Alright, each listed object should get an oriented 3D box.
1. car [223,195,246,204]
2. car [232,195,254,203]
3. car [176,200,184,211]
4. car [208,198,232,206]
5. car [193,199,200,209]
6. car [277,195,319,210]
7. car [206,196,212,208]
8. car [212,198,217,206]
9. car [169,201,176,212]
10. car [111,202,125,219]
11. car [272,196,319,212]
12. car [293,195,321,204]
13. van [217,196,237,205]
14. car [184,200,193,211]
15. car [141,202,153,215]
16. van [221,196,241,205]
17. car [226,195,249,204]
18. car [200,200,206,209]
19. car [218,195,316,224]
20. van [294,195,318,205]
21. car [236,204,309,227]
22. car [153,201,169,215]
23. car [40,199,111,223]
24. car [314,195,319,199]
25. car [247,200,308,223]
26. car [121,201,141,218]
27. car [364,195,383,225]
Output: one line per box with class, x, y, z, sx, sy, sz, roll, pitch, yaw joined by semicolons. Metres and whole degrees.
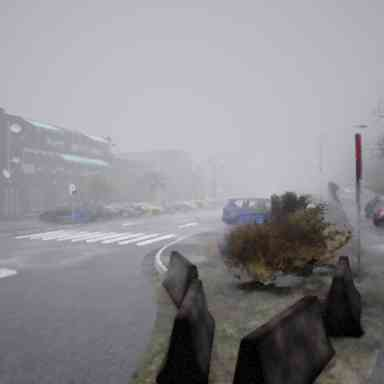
car;10.400;1.904;81.740;5.566;2.045;2.435;-2;-1;2
car;13.638;1.939;89.969;5.566;2.045;2.435;-1;-1;2
car;-3.910;2.032;46.001;4.792;1.488;2.163;-1;-1;2
car;5.994;2.112;70.744;4.892;1.521;2.231;-1;-1;2
car;-1.873;2.028;51.500;5.366;1.575;1.946;-1;-1;2
car;15.910;1.544;49.974;5.566;2.045;2.435;0;0;2
car;0.322;2.052;56.995;5.366;1.575;1.946;-1;-1;2
car;1.631;2.091;59.752;4.792;1.488;2.163;-1;-1;2
car;-4.984;1.991;43.254;4.892;1.521;2.231;-2;-1;2
car;-9.368;1.981;32.268;4.674;1.452;2.002;-2;-1;2
car;13.733;1.519;44.353;5.566;2.045;2.435;0;0;2
car;26.001;1.652;75.219;5.566;2.045;2.435;0;0;2
van;8.062;1.911;76.238;4.442;1.987;1.878;-1;-1;2
car;-2.786;2.014;48.746;5.008;1.535;2.097;-1;-1;2
car;-7.209;1.841;37.769;4.553;1.767;2.185;-2;-1;2
van;9.159;1.922;78.985;4.442;1.987;1.878;-1;-1;2
car;11.498;1.916;84.487;5.566;2.045;2.435;-1;-1;2
car;-0.590;2.038;54.254;5.008;1.535;2.097;-1;-1;2
car;4.765;1.419;21.909;5.566;2.045;2.435;0;-1;2
van;23.903;1.654;69.616;4.442;1.987;1.878;0;0;2
car;5.865;1.684;24.703;4.892;1.521;2.231;0;0;2
car;-5.893;1.970;40.513;5.366;1.575;1.946;-1;-1;2
car;-10.499;1.678;29.516;5.566;2.045;2.435;-1;-1;2
car;11.432;1.494;38.739;5.566;2.045;2.435;0;0;2
car;6.949;1.570;27.517;4.553;1.767;2.185;0;-1;2
car;-8.277;1.954;35.017;4.892;1.521;2.231;-1;-1;2
car;10.392;0.868;17.577;2.033;1.411;5.357;-1;3;22
